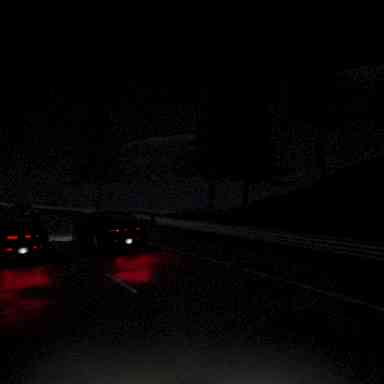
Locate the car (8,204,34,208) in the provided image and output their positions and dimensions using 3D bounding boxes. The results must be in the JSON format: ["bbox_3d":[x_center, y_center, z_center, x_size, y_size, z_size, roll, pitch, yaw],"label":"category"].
[{"bbox_3d":[-14.360,1.702,28.042,1.994,1.385,4.181,0,0,-40],"label":"car"}]

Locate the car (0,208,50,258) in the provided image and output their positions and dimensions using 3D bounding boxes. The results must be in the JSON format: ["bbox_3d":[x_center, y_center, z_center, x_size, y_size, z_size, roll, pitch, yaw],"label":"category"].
[{"bbox_3d":[-6.614,1.570,12.343,1.837,1.490,4.892,0,0,-34],"label":"car"}]

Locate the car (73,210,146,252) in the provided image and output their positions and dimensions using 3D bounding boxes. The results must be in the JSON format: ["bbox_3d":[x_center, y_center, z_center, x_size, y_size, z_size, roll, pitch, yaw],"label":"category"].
[{"bbox_3d":[-3.659,1.546,14.221,1.837,1.490,4.892,0,0,-34],"label":"car"}]
